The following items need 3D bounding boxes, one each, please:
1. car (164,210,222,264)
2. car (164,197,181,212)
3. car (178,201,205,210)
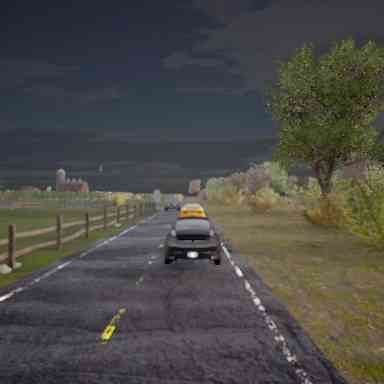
[{"bbox_3d":[0.044,1.636,12.366,1.837,1.490,4.892,0,0,1],"label":"car"},{"bbox_3d":[-2.787,1.759,48.317,2.150,2.045,5.566,0,-1,0],"label":"car"},{"bbox_3d":[0.050,1.786,28.602,1.882,1.535,5.008,0,0,0],"label":"car"}]
